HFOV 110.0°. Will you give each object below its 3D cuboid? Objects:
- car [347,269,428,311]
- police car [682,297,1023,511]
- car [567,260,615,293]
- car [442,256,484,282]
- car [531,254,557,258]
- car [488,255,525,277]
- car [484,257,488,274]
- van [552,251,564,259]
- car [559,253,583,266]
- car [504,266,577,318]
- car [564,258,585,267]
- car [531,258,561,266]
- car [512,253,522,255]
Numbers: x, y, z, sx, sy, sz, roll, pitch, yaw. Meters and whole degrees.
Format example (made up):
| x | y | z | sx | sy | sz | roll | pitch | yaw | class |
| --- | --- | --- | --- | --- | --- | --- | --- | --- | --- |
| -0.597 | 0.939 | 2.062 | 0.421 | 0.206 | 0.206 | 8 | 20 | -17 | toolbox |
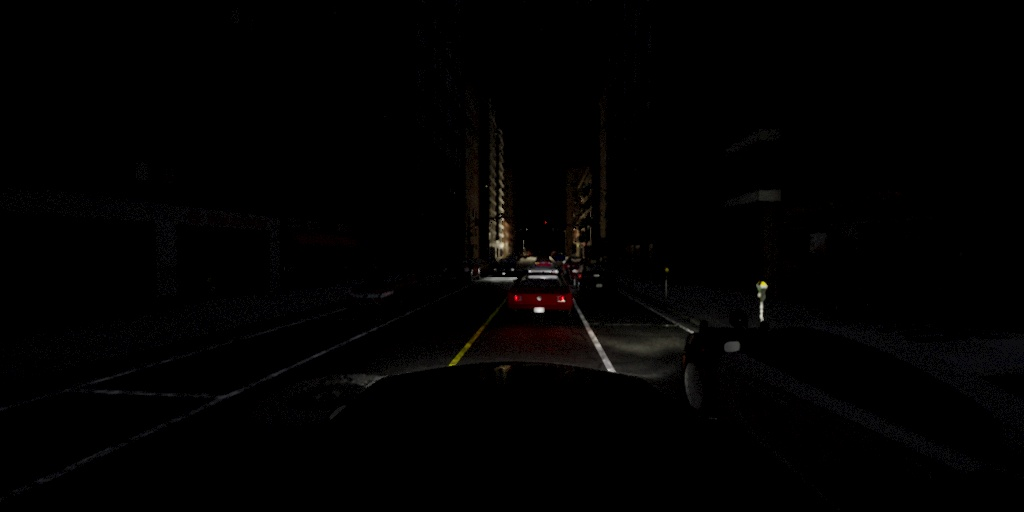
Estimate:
| x | y | z | sx | sy | sz | roll | pitch | yaw | class |
| --- | --- | --- | --- | --- | --- | --- | --- | --- | --- |
| -4.423 | 1.157 | 13.385 | 1.802 | 1.307 | 4.207 | 0 | 0 | 5 | car |
| 3.013 | 1.157 | 2.848 | 1.930 | 1.638 | 5.238 | 0 | 1 | 5 | police car |
| 4.088 | 1.052 | 18.129 | 2.007 | 1.370 | 4.403 | 0 | 0 | 5 | car |
| -3.381 | 0.848 | 24.373 | 1.967 | 1.591 | 4.097 | 0 | 0 | 5 | car |
| 3.017 | 0.775 | 34.834 | 1.812 | 1.442 | 4.674 | 0 | 1 | 3 | car |
| -0.345 | 0.882 | 29.263 | 2.033 | 1.411 | 5.357 | 0 | 1 | 6 | car |
| -2.877 | 0.851 | 29.696 | 1.751 | 1.417 | 4.829 | 0 | 0 | 5 | car |
| 8.206 | 0.184 | 61.567 | 1.690 | 1.789 | 3.998 | 0 | 0 | 5 | van |
| 5.129 | 0.775 | 29.116 | 1.967 | 1.591 | 4.097 | 0 | 0 | 5 | car |
| 0.983 | 1.191 | 12.264 | 1.895 | 1.301 | 4.718 | 0 | 1 | 5 | car |
| 4.609 | 1.000 | 23.623 | 1.802 | 1.307 | 4.207 | 0 | 0 | 5 | car |
| 2.092 | 1.015 | 23.975 | 1.895 | 1.301 | 4.718 | 0 | 1 | 5 | car |
| 0.216 | 0.384 | 62.316 | 2.007 | 1.370 | 4.403 | 0 | 0 | 5 | car |
